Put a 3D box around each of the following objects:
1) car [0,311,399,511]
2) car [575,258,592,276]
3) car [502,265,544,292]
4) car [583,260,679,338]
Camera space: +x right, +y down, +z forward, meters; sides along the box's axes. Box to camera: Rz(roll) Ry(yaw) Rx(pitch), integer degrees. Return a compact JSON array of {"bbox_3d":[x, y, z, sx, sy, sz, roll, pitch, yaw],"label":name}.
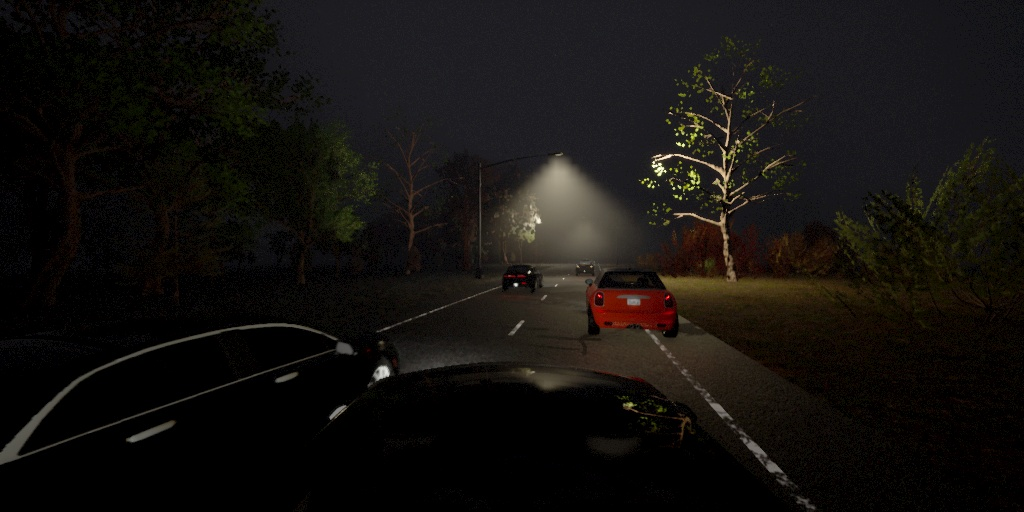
[{"bbox_3d":[-2.800,1.256,3.191,1.837,1.490,4.892,0,0,10],"label":"car"},{"bbox_3d":[7.557,1.242,36.838,2.128,1.511,4.902,0,0,13],"label":"car"},{"bbox_3d":[0.705,1.255,21.278,1.837,1.490,4.892,0,0,12],"label":"car"},{"bbox_3d":[3.264,1.101,10.509,2.097,1.767,4.553,0,0,11],"label":"car"}]
